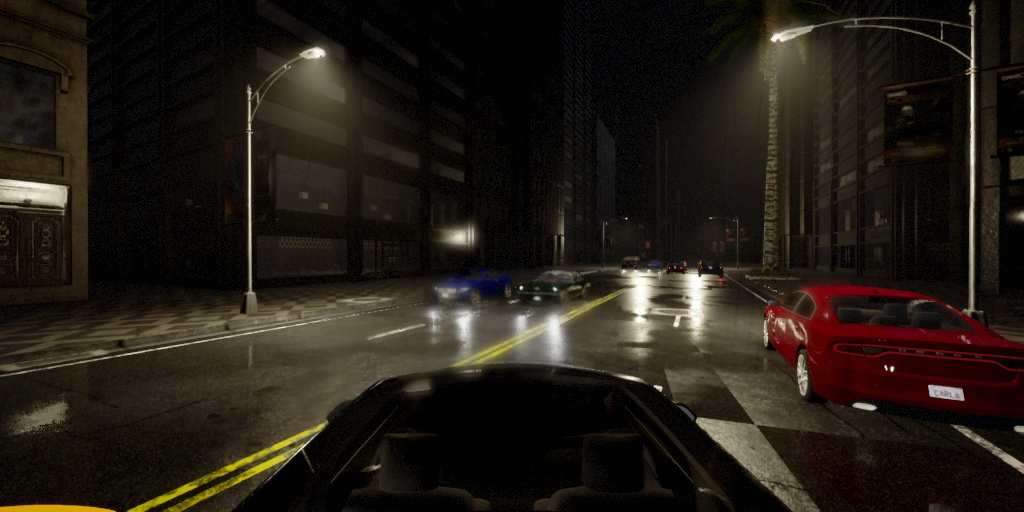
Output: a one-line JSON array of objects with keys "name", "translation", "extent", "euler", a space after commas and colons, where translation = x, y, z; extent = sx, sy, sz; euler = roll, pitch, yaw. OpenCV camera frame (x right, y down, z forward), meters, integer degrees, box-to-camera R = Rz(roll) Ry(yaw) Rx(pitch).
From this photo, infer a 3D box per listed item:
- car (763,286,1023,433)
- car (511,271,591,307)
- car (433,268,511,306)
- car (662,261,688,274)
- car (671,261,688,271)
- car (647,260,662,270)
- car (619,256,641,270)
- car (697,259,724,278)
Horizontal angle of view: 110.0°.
[{"name": "car", "translation": [5.512, 1.228, 5.819], "extent": [1.882, 1.535, 5.008], "euler": [0, 0, 27]}, {"name": "car", "translation": [1.990, 1.352, 15.890], "extent": [1.895, 1.301, 4.718], "euler": [0, 0, 27]}, {"name": "car", "translation": [-1.554, 1.277, 16.105], "extent": [1.812, 1.442, 4.674], "euler": [0, 0, 27]}, {"name": "car", "translation": [18.638, 1.317, 40.721], "extent": [2.033, 1.411, 5.357], "euler": [0, 0, 27]}, {"name": "car", "translation": [23.523, 1.380, 50.221], "extent": [1.895, 1.301, 4.718], "euler": [0, 0, 27]}, {"name": "car", "translation": [21.413, 1.308, 53.632], "extent": [1.812, 1.442, 4.674], "euler": [0, 0, 27]}, {"name": "car", "translation": [17.993, 1.001, 54.094], "extent": [2.150, 2.045, 5.566], "euler": [0, 0, 27]}, {"name": "car", "translation": [19.280, 1.117, 34.899], "extent": [2.097, 1.767, 4.553], "euler": [0, 0, 27]}]
